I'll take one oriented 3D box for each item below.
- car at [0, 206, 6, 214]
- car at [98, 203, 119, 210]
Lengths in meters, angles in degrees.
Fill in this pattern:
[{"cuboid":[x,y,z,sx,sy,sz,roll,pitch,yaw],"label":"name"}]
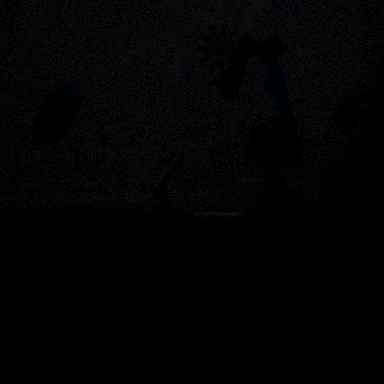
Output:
[{"cuboid":[-27.142,2.192,44.269,1.882,1.535,5.008,1,-1,35],"label":"car"},{"cuboid":[-16.196,2.879,64.628,1.994,1.385,4.181,1,-1,36],"label":"car"}]
